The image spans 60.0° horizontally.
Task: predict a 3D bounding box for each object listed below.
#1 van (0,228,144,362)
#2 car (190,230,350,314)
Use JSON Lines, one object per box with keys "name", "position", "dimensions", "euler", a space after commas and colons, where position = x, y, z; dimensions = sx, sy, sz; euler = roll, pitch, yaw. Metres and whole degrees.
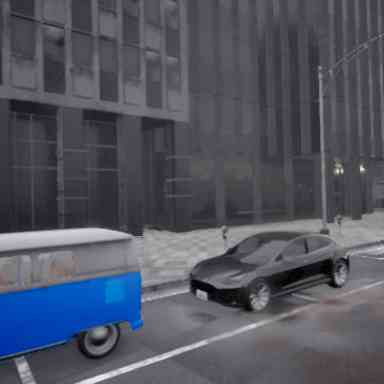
{"name": "van", "position": [-2.654, 1.482, 4.594], "dimensions": [3.998, 1.788, 1.690], "euler": [-1, -1, -35]}
{"name": "car", "position": [1.978, 1.633, 7.814], "dimensions": [4.313, 1.339, 1.947], "euler": [-1, -1, -35]}
